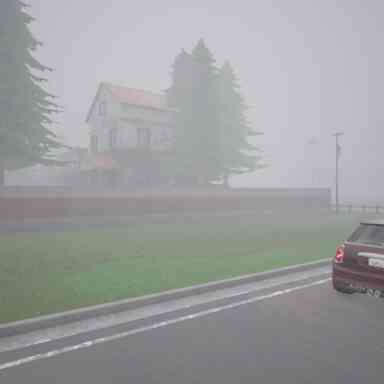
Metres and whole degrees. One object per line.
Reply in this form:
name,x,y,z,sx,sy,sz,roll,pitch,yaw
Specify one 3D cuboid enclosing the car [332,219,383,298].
car,5.208,1.352,7.477,4.553,1.767,2.097,0,0,-35
